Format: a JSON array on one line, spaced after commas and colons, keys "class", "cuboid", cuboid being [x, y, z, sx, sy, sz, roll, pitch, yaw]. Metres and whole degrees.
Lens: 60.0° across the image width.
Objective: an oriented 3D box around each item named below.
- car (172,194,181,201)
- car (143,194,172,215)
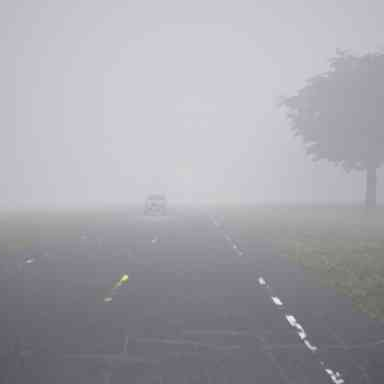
[{"class": "car", "cuboid": [-3.491, 1.201, 74.298, 2.097, 1.767, 4.553, 0, 0, 0]}, {"class": "car", "cuboid": [-3.593, 1.227, 34.009, 2.150, 2.045, 5.566, 0, 0, 0]}]
